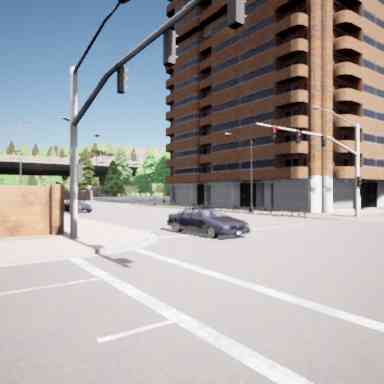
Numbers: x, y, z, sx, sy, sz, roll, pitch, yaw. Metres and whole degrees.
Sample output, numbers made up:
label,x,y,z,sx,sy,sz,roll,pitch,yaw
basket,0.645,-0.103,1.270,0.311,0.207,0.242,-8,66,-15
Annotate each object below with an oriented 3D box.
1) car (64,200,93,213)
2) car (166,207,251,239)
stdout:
label,x,y,z,sx,sy,sz,roll,pitch,yaw
car,-12.417,1.538,35.851,2.033,1.411,5.357,0,0,-36
car,0.648,1.538,17.693,2.033,1.411,5.357,0,0,-36
